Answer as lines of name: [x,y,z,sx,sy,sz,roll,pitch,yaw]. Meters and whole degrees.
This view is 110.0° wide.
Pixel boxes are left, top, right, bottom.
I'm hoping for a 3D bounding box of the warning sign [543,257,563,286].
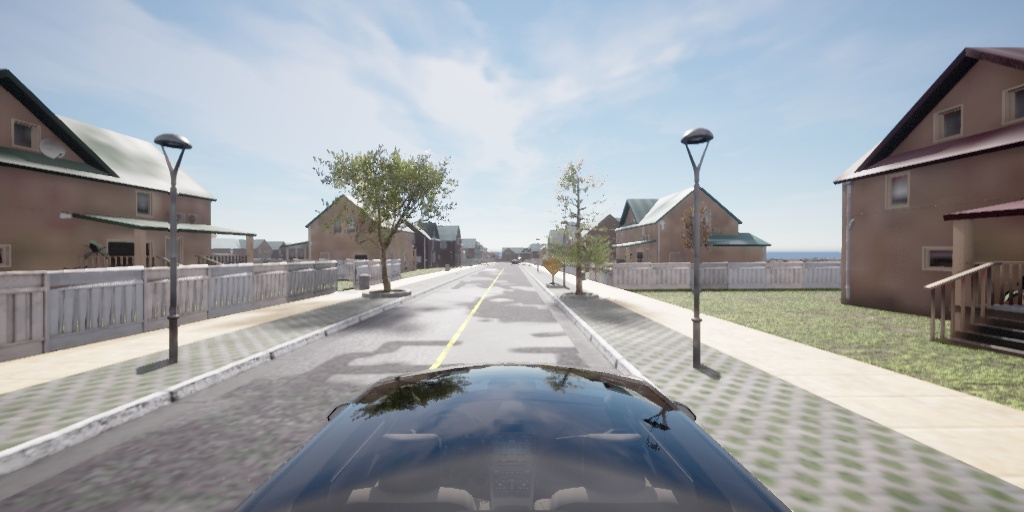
warning sign: [2.518,0.860,22.000,1.300,1.860,1.060,0,0,0]
